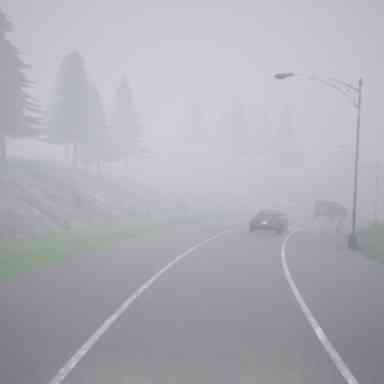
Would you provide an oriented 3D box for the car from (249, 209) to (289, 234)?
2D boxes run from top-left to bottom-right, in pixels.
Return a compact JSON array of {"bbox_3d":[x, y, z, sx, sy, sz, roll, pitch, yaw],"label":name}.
[{"bbox_3d":[5.043,1.827,21.464,1.994,1.385,4.181,3,0,22],"label":"car"}]

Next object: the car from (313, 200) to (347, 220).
[{"bbox_3d":[15.607,2.017,37.457,2.150,2.045,5.566,5,2,43],"label":"car"}]
